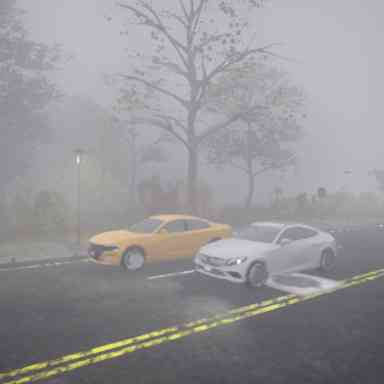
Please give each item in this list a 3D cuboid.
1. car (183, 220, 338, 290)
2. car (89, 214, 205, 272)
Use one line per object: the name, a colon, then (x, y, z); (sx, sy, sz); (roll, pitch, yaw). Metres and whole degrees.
car: (2.259, 1.567, 9.346); (4.674, 1.442, 1.812); (1, 0, -36)
car: (-0.860, 1.513, 11.095); (5.008, 1.535, 1.882); (1, 0, -36)
